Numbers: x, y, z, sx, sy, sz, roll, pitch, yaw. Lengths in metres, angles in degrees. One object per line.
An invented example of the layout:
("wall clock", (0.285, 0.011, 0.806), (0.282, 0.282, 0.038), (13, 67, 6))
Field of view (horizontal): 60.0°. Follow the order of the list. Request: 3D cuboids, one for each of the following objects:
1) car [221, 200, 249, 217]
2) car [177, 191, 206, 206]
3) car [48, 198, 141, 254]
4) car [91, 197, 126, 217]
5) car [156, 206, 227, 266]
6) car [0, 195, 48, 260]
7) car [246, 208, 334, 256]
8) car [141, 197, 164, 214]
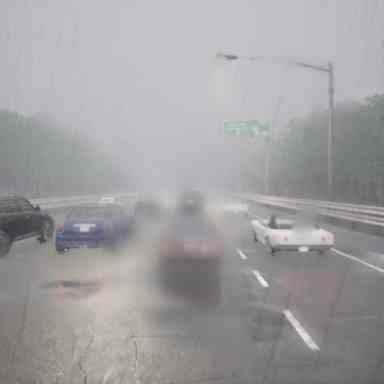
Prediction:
("car", (3.431, 1.308, 27.506), (1.895, 1.301, 4.718), (0, 1, 0))
("car", (-0.072, 0.937, 26.947), (2.150, 2.045, 5.566), (0, 1, 0))
("car", (-3.516, 1.216, 13.024), (2.097, 1.767, 4.553), (0, 1, 0))
("car", (-7.062, 1.219, 28.744), (1.812, 1.442, 4.674), (0, 1, 0))
("car", (-0.028, 1.433, 10.995), (2.033, 1.411, 5.357), (0, 1, 1))
("car", (-7.020, 1.098, 11.997), (2.150, 2.045, 5.566), (0, 1, 0))
("car", (3.481, 1.470, 12.539), (1.895, 1.301, 4.718), (0, 1, 0))
("car", (-3.564, 1.206, 28.171), (1.837, 1.490, 4.892), (0, 1, 0))
